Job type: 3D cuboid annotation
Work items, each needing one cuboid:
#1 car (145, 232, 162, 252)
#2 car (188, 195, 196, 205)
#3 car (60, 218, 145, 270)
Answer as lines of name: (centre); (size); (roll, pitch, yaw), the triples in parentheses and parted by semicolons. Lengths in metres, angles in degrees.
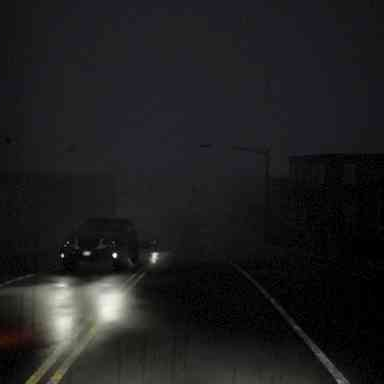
car: (-3.574, 4.090, 27.665); (1.882, 1.535, 5.008); (0, -7, 0)
car: (-0.008, 2.268, 81.967); (1.837, 1.490, 4.892); (0, 5, 0)
car: (-3.602, 2.091, 14.149); (2.150, 2.045, 5.566); (0, -7, 0)
